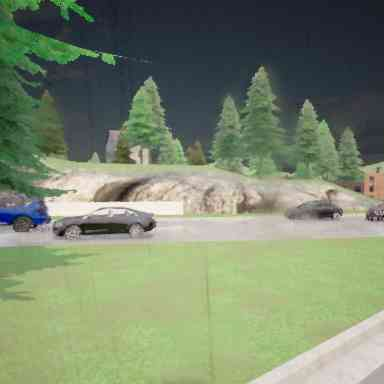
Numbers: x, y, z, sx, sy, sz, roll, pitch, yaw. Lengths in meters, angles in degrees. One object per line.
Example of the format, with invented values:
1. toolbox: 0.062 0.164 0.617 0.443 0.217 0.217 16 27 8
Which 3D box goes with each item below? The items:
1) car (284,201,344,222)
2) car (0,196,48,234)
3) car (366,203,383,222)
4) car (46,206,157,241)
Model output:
1. car: 9.643 1.491 26.295 4.892 1.490 1.837 0 1 -20
2. car: -10.894 1.219 18.546 5.566 2.045 2.150 0 0 -14
3. car: 15.194 1.337 24.745 4.553 1.767 2.097 0 0 -24
4. car: -4.174 1.483 16.341 4.902 1.511 2.128 -1 0 -11
